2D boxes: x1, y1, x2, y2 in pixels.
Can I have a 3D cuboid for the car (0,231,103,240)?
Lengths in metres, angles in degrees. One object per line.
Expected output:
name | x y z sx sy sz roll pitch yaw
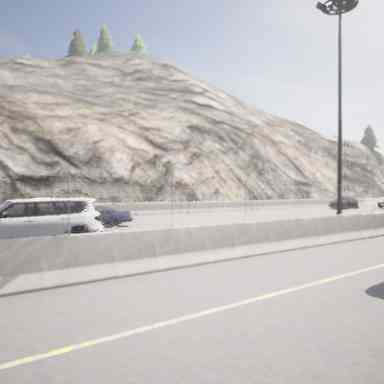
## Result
car | -6.188 1.222 12.476 5.566 2.045 2.150 0 0 -36
